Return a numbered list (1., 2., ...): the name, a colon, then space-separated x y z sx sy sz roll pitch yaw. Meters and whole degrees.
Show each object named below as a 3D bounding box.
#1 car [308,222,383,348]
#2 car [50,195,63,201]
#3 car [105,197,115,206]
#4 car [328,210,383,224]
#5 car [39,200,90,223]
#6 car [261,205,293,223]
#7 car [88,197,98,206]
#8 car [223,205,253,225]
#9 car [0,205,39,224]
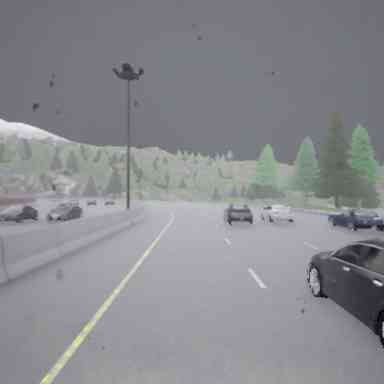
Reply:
1. car: 3.587 1.561 5.819 1.837 1.490 4.892 0 0 0
2. car: -28.129 1.731 69.132 2.150 2.045 5.566 0 -1 -18
3. car: -16.859 2.087 68.445 1.882 1.535 5.008 0 -1 -16
4. car: 10.587 1.798 21.553 1.895 1.301 4.718 0 0 0
5. car: -10.712 1.749 28.320 2.128 1.511 4.902 0 -1 -1
6. car: 7.040 1.779 27.778 1.812 1.442 4.674 0 0 -1
7. car: -20.179 2.085 67.335 1.882 1.535 5.008 0 -1 -16
8. car: 3.563 1.732 26.260 2.128 1.511 4.902 0 0 -1
9. car: -14.181 1.773 27.183 1.812 1.442 4.674 0 0 -1
